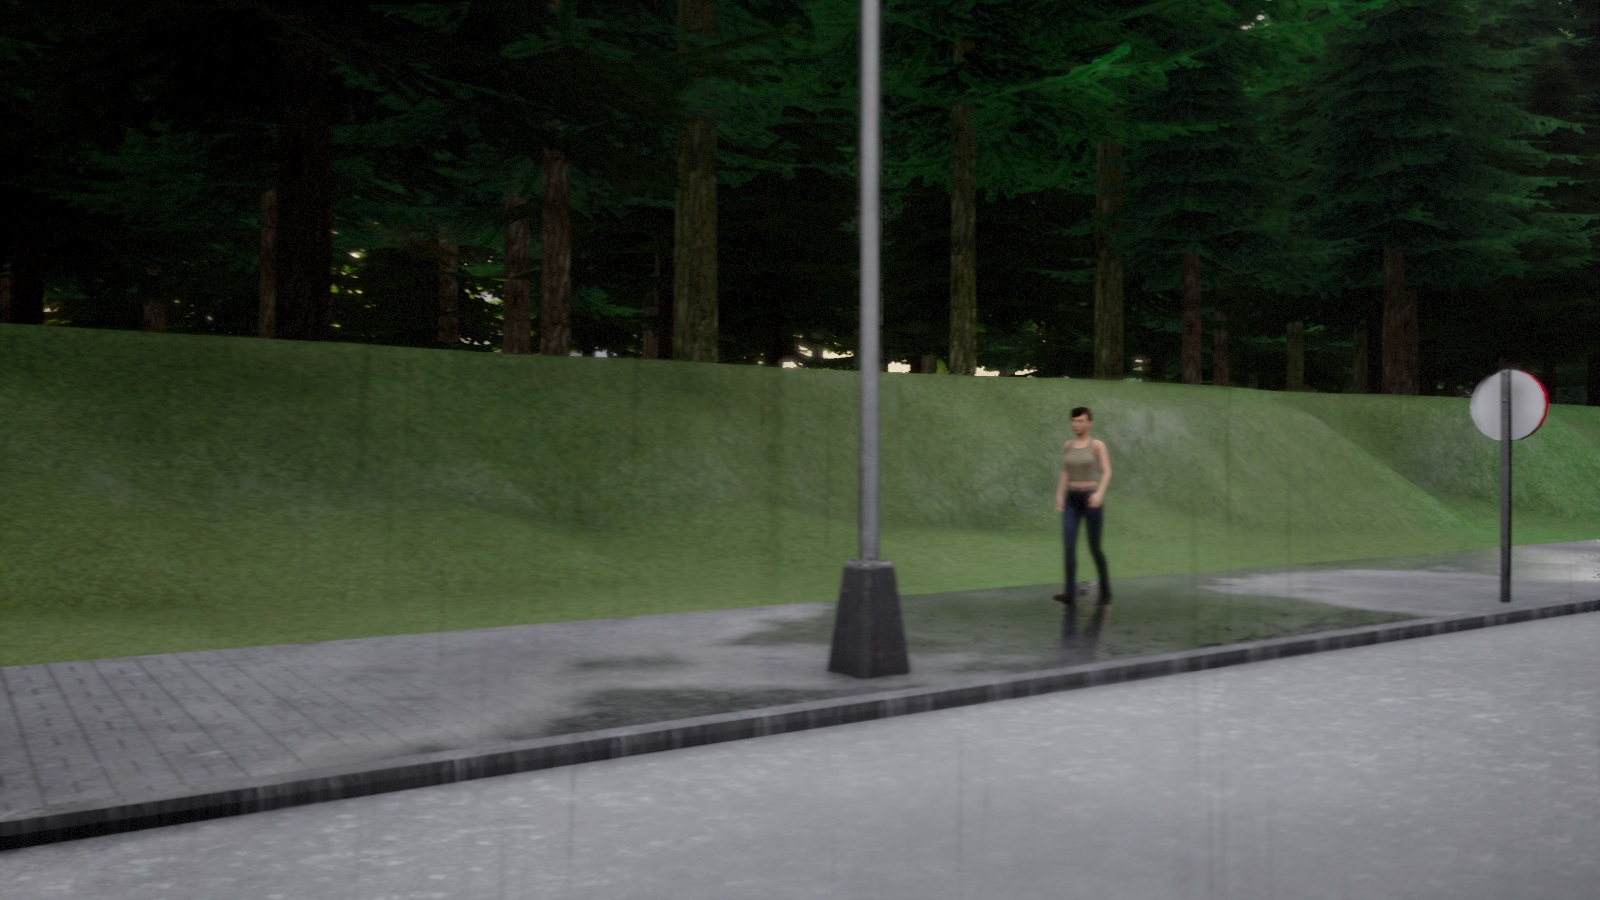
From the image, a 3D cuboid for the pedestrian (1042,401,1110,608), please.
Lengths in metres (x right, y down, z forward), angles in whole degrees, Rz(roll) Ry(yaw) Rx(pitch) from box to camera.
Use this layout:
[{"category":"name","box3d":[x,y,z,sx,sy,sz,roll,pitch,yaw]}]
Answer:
[{"category":"pedestrian","box3d":[2.524,0.487,11.482,0.345,1.836,0.594,0,0,44]}]
